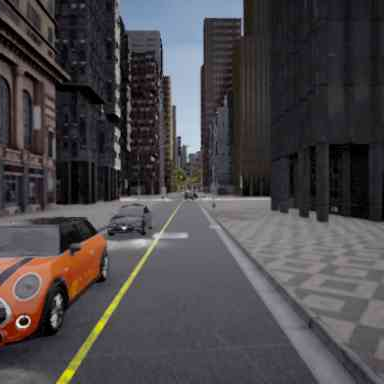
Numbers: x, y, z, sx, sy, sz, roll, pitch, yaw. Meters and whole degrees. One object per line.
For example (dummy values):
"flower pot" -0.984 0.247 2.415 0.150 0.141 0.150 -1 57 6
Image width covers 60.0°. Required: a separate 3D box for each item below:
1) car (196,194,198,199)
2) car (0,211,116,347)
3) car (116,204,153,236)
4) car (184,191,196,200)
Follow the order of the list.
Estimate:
"car" -0.307 0.874 90.006 2.150 2.045 5.566 0 0 21
"car" -3.149 1.347 6.626 2.097 1.767 4.553 0 0 0
"car" -3.242 1.462 18.265 1.837 1.490 4.892 0 0 0
"car" -0.702 0.929 79.482 2.150 2.045 5.566 0 0 -1
